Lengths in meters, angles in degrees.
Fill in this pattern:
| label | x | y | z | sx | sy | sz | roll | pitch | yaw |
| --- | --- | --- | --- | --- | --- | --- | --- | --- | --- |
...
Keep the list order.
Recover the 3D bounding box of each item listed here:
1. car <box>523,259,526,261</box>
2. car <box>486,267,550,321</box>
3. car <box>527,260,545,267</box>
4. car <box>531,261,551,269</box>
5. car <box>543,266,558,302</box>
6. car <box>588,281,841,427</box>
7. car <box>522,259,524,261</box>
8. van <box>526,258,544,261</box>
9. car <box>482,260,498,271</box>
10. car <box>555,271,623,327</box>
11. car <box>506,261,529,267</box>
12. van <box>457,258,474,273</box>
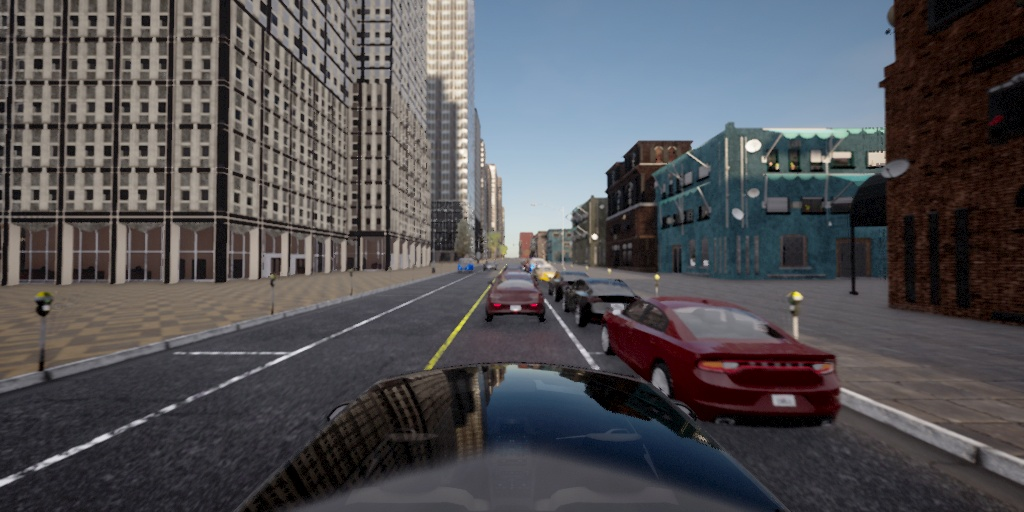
| label | x | y | z | sx | sy | sz | roll | pitch | yaw |
| --- | --- | --- | --- | --- | --- | --- | --- | --- | --- |
| car | 2.717 | 1.273 | 43.804 | 1.967 | 1.591 | 4.097 | 0 | 0 | 0 |
| car | 0.105 | 1.298 | 12.448 | 1.812 | 1.442 | 4.674 | 0 | 0 | 0 |
| car | 2.710 | 1.364 | 32.849 | 2.007 | 1.370 | 4.403 | 0 | 0 | 0 |
| car | 2.707 | 1.328 | 27.540 | 1.751 | 1.417 | 4.829 | 0 | 0 | 0 |
| car | 2.700 | 1.347 | 16.879 | 1.948 | 1.339 | 4.313 | 0 | 0 | 0 |
| car | 2.693 | 1.304 | 5.790 | 1.888 | 1.381 | 4.507 | 0 | 0 | 0 |
| car | 2.720 | 1.158 | 49.283 | 2.192 | 1.841 | 5.009 | 0 | 0 | 0 |
| van | 2.714 | 1.165 | 38.327 | 1.690 | 1.789 | 3.998 | 0 | 0 | 0 |
| car | -3.024 | 1.338 | 50.107 | 2.128 | 1.511 | 4.902 | 0 | 0 | 0 |
| car | 2.697 | 1.336 | 11.336 | 1.948 | 1.339 | 4.313 | 0 | 0 | 0 |
| car | 0.116 | 1.370 | 28.852 | 1.994 | 1.385 | 4.181 | 0 | 0 | 0 |
| van | -5.664 | 1.175 | 43.806 | 1.690 | 1.789 | 3.998 | 0 | 0 | 0 |
